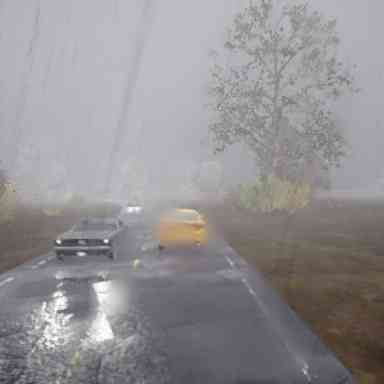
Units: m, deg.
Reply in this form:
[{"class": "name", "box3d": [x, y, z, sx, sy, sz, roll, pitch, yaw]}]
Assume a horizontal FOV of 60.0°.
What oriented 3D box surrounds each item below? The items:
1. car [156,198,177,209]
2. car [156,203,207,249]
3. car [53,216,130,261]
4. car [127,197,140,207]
[{"class": "car", "box3d": [-2.665, 1.401, 35.140, 2.097, 1.767, 4.553, 0, 0, -8]}, {"class": "car", "box3d": [-0.453, 1.485, 14.570, 1.882, 1.535, 5.008, 0, 0, -3]}, {"class": "car", "box3d": [-3.518, 1.610, 12.438, 1.895, 1.301, 4.718, 0, 0, -3]}, {"class": "car", "box3d": [-9.430, 1.612, 53.732, 2.128, 1.511, 4.902, 0, 0, -13]}]
